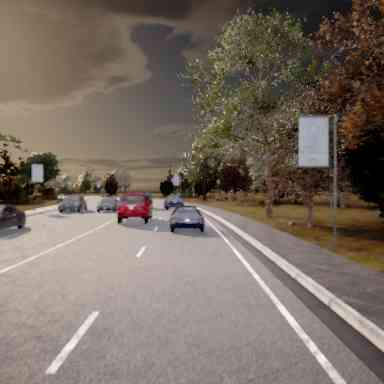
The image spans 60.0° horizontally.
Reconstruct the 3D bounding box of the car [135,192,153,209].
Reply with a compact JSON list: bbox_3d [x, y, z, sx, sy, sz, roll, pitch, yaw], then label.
[{"bbox_3d":[-6.314,0.984,43.228,2.150,2.045,5.566,0,0,-10],"label":"car"}]

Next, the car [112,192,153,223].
[{"bbox_3d":[-4.155,1.111,24.652,2.150,2.045,5.566,0,1,-3],"label":"car"}]

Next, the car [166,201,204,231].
[{"bbox_3d":[-0.342,1.482,19.951,1.994,1.385,4.181,0,0,-3],"label":"car"}]

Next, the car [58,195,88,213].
[{"bbox_3d":[-12.163,1.172,34.133,2.097,1.767,4.553,0,0,-6],"label":"car"}]

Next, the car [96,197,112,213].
[{"bbox_3d":[-8.684,1.326,34.540,1.837,1.490,4.892,0,0,-6],"label":"car"}]

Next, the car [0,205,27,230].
[{"bbox_3d":[-10.831,1.455,18.347,1.812,1.442,4.674,0,0,-2],"label":"car"}]

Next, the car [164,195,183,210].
[{"bbox_3d":[-2.264,1.140,39.992,2.097,1.767,4.553,0,0,-8],"label":"car"}]
